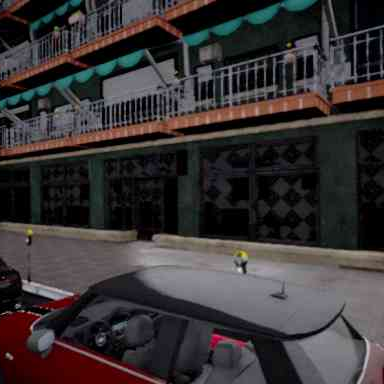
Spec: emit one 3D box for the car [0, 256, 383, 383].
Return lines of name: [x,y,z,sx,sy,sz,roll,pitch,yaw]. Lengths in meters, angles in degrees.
car: [-0.397,1.462,3.160,4.097,1.590,1.967,-1,-1,36]
